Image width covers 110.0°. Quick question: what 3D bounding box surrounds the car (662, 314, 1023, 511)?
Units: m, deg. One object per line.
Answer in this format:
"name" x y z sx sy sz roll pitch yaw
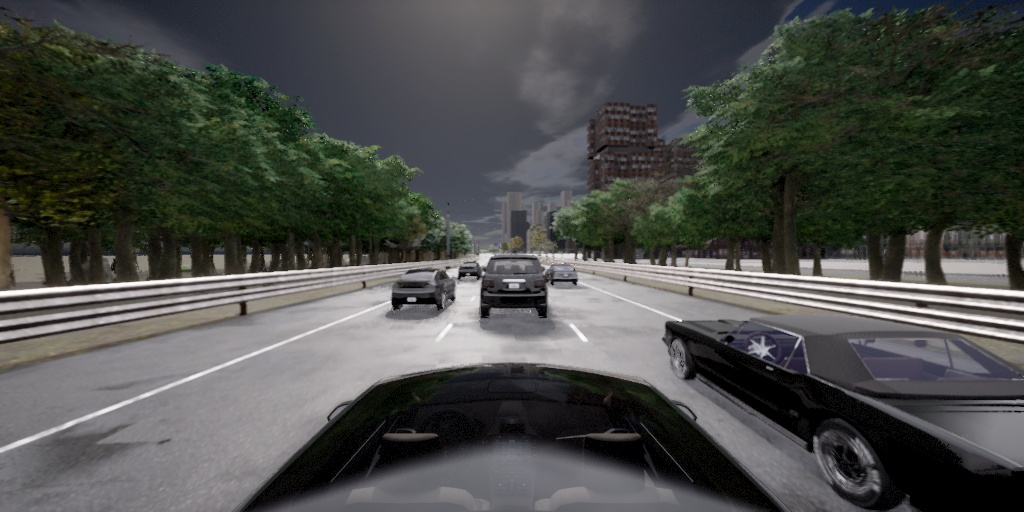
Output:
"car" 3.593 1.350 4.267 1.895 1.301 4.718 0 0 0

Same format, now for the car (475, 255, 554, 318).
"car" 0.066 0.970 13.198 2.150 2.045 5.566 0 0 0

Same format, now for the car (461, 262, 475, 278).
"car" -3.640 1.254 31.798 1.837 1.490 4.892 0 0 -1

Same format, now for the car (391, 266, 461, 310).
"car" -3.457 1.254 14.717 1.837 1.490 4.892 0 0 0

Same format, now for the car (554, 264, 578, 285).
"car" 3.443 1.294 25.670 2.033 1.411 5.357 0 0 -1
